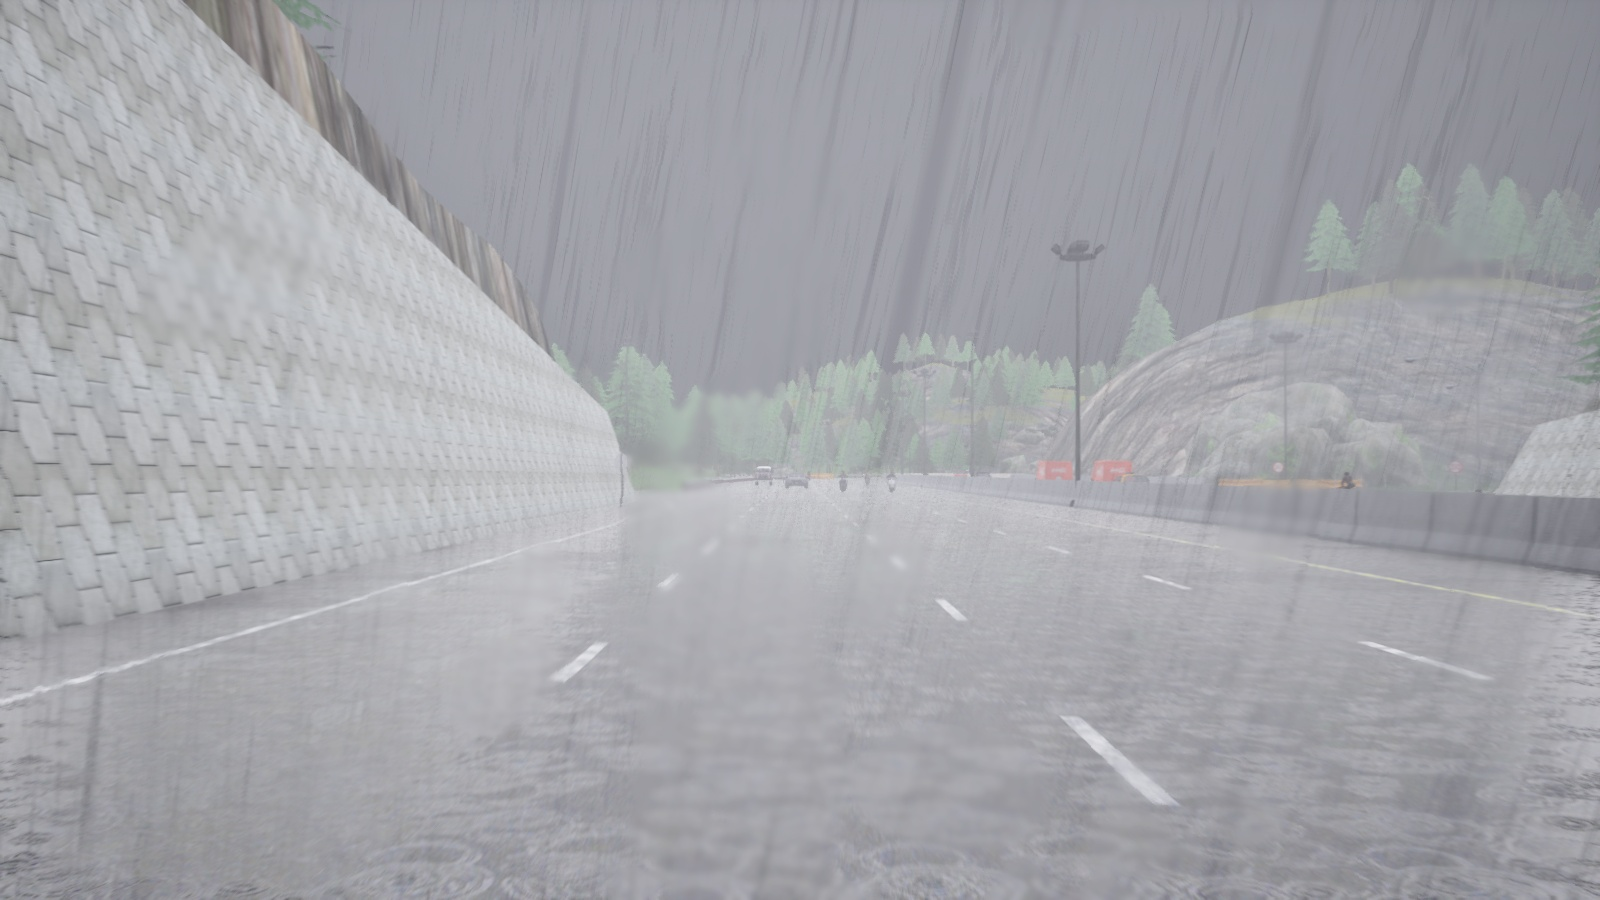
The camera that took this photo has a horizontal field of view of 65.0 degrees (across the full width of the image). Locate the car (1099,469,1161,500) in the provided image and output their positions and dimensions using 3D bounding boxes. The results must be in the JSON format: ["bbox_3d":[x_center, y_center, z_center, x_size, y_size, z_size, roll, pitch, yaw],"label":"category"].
[{"bbox_3d":[17.339,1.790,66.259,1.801,1.575,5.366,0,-1,0],"label":"car"}]
